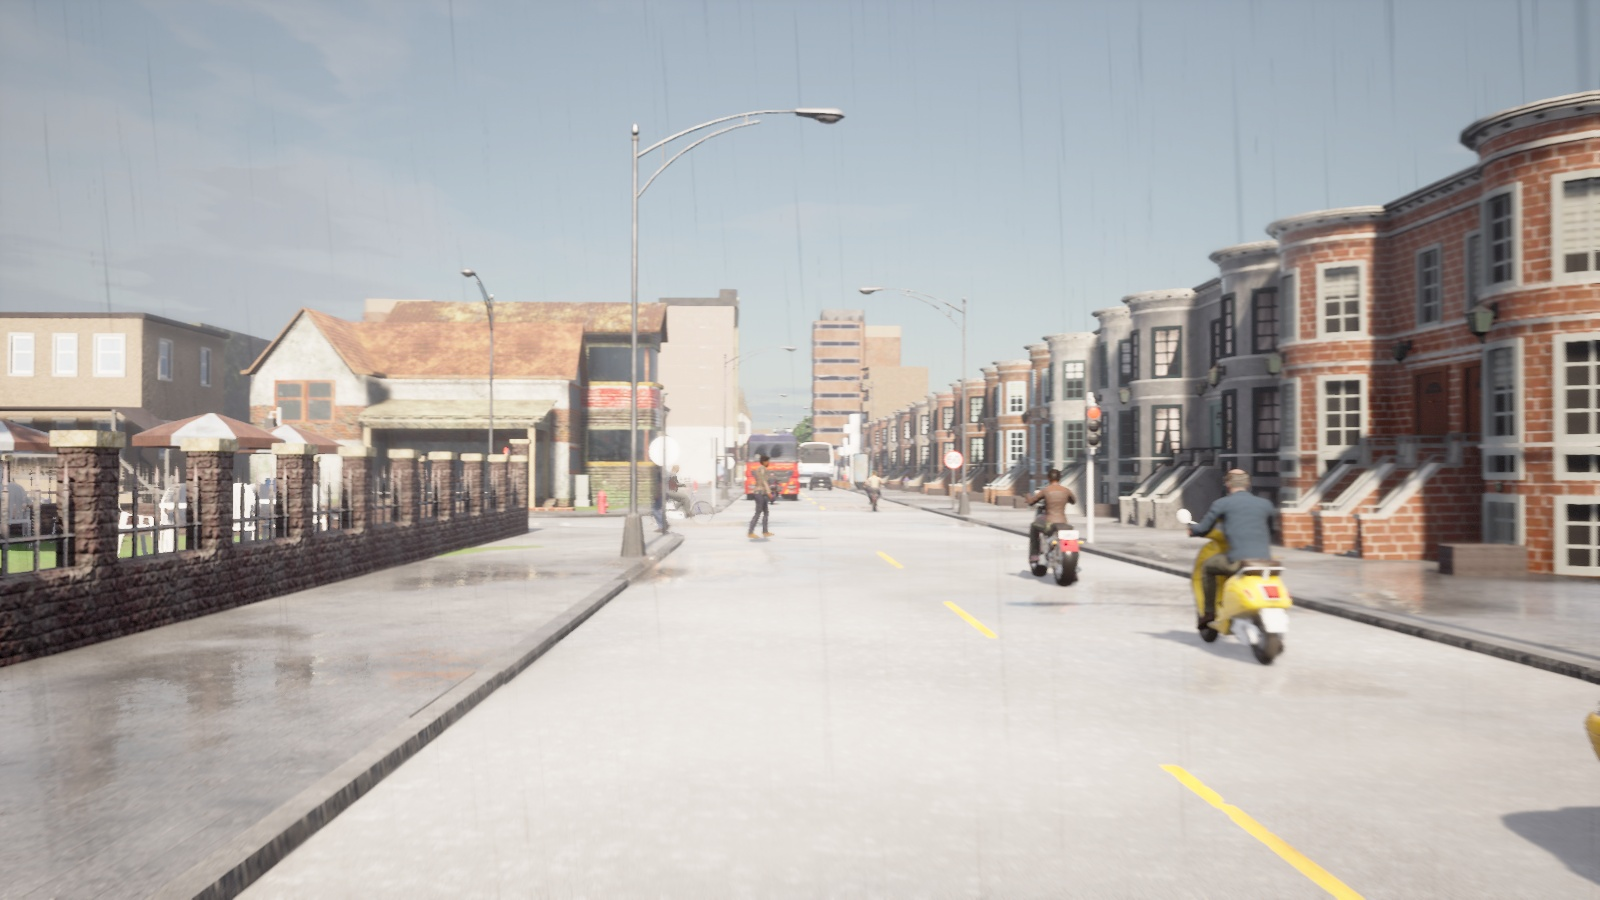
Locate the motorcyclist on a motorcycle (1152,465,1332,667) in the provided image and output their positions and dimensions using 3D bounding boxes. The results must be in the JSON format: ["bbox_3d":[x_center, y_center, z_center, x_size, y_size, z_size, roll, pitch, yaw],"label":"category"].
[{"bbox_3d":[3.749,0.931,10.837,0.866,1.590,1.817,0,-1,-1],"label":"motorcyclist on a motorcycle"}]

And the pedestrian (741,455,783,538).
[{"bbox_3d":[-0.837,1.017,27.484,0.869,1.805,0.328,0,-1,-10],"label":"pedestrian"}]

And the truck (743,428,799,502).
[{"bbox_3d":[-1.605,0.842,69.232,2.891,3.827,8.468,0,-1,-1],"label":"truck"}]

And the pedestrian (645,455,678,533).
[{"bbox_3d":[-3.275,1.047,29.779,0.706,1.836,0.354,0,-1,7],"label":"pedestrian"}]

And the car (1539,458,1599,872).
[{"bbox_3d":[3.987,0.772,2.460,1.801,1.575,5.366,0,-1,-1],"label":"car"}]

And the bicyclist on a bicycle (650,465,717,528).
[{"bbox_3d":[-3.365,1.324,36.231,1.843,1.776,0.659,0,-2,-11],"label":"bicyclist on a bicycle"}]

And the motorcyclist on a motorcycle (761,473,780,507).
[{"bbox_3d":[-1.372,1.871,59.303,0.866,1.530,2.191,0,-1,-1],"label":"motorcyclist on a motorcycle"}]

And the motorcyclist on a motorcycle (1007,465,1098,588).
[{"bbox_3d":[3.580,1.051,18.011,0.766,1.649,2.350,0,-1,-1],"label":"motorcyclist on a motorcycle"}]
